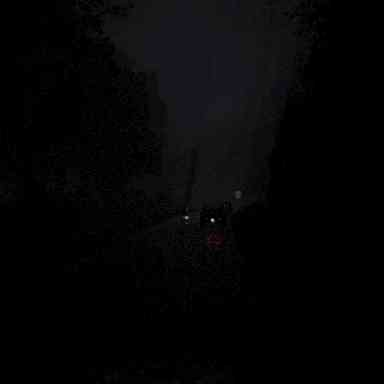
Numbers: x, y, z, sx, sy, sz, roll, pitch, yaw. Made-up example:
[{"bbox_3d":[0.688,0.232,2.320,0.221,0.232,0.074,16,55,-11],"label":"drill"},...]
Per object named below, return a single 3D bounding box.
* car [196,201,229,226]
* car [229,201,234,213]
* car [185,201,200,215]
[{"bbox_3d":[1.616,1.628,24.298,1.837,1.490,4.892,0,0,6],"label":"car"},{"bbox_3d":[4.227,1.897,42.444,2.128,1.511,4.902,0,-1,10],"label":"car"},{"bbox_3d":[0.469,1.771,37.960,1.882,1.535,5.008,0,-1,9],"label":"car"}]
